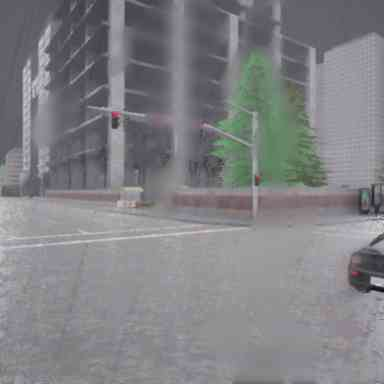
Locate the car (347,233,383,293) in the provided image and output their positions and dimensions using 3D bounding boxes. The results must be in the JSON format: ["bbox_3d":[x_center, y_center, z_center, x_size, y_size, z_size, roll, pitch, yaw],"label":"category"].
[{"bbox_3d":[5.379,1.516,7.582,4.674,1.442,1.812,0,0,-35],"label":"car"}]

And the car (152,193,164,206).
[{"bbox_3d":[-4.036,1.061,46.942,1.905,1.878,3.866,0,0,-36],"label":"car"}]
